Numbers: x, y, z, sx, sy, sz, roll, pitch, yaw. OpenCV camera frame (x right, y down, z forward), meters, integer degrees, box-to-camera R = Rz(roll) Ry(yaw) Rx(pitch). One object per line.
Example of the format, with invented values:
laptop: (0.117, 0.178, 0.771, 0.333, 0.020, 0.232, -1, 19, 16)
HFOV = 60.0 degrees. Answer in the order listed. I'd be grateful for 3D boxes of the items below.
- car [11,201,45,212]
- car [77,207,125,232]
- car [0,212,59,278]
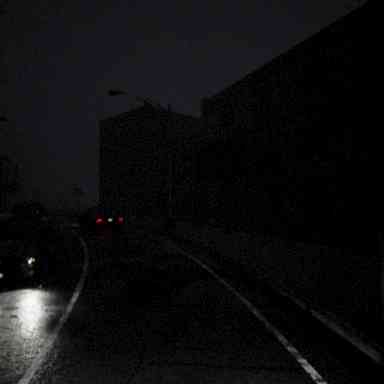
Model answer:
car: (-16.512, 1.689, 33.374, 4.902, 1.511, 2.128, -1, -2, 43)
car: (-5.751, 1.612, 20.645, 2.033, 1.411, 5.357, 0, 0, -29)
car: (-5.297, 1.583, 10.337, 2.033, 1.411, 5.357, 0, 0, -16)
